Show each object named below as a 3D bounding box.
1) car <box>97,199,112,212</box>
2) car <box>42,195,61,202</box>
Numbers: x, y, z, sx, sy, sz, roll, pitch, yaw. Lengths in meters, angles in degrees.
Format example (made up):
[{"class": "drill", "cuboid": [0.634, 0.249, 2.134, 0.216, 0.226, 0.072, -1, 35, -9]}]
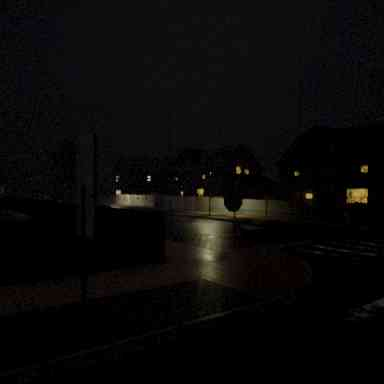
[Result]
[{"class": "car", "cuboid": [-9.349, 1.361, 32.008, 1.895, 1.301, 4.718, 0, 0, -36]}, {"class": "car", "cuboid": [-19.578, 1.210, 46.257, 1.837, 1.490, 4.892, 0, 0, -36]}]
